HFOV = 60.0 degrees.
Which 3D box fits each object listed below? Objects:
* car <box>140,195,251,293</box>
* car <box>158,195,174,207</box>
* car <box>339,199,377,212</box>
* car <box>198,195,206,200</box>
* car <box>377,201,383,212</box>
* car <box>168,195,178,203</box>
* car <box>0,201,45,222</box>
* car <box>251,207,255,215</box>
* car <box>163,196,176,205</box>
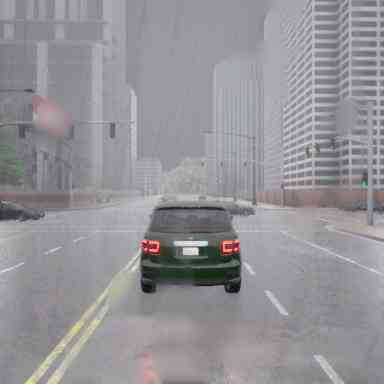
[{"bbox_3d":[-0.021,1.221,8.991,2.150,2.045,5.566,0,0,0],"label":"car"},{"bbox_3d":[-4.030,1.352,52.249,2.097,1.767,4.553,0,0,0],"label":"car"},{"bbox_3d":[19.463,1.547,37.359,5.357,1.411,2.033,0,0,-1],"label":"car"},{"bbox_3d":[2.731,1.500,90.601,1.837,1.490,4.892,0,0,0],"label":"car"},{"bbox_3d":[22.132,1.478,33.894,5.008,1.535,1.882,0,0,-1],"label":"car"},{"bbox_3d":[-4.110,1.500,72.176,1.837,1.490,4.892,0,0,0],"label":"car"},{"bbox_3d":[-13.810,1.506,25.618,4.892,1.490,1.837,0,-1,9],"label":"car"},{"bbox_3d":[3.333,1.526,29.932,4.674,1.442,1.812,0,0,-1],"label":"car"},{"bbox_3d":[-4.086,1.547,61.872,2.033,1.411,5.357,0,0,0],"label":"car"}]
